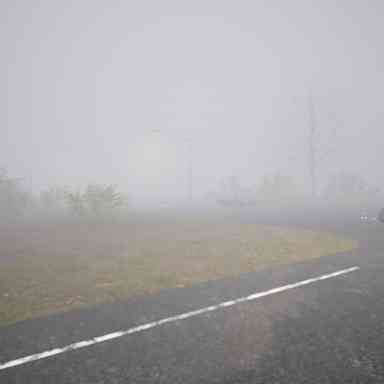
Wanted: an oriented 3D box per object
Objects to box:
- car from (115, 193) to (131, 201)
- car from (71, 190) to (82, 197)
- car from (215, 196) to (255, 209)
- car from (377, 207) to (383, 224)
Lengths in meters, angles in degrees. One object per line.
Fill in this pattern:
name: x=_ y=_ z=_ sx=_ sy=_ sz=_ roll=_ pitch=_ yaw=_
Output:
car: x=-12.677 y=0.895 z=60.229 sx=1.837 sy=1.490 sz=4.892 roll=-1 pitch=1 yaw=-37
car: x=-21.877 y=0.698 z=61.014 sx=2.150 sy=2.045 sz=5.566 roll=-2 pitch=2 yaw=-34
car: x=4.737 y=1.123 z=37.196 sx=1.895 sy=1.301 sz=4.718 roll=-1 pitch=1 yaw=-37
car: x=11.775 y=1.218 z=16.261 sx=2.128 sy=1.511 sz=4.902 roll=-1 pitch=1 yaw=-37
